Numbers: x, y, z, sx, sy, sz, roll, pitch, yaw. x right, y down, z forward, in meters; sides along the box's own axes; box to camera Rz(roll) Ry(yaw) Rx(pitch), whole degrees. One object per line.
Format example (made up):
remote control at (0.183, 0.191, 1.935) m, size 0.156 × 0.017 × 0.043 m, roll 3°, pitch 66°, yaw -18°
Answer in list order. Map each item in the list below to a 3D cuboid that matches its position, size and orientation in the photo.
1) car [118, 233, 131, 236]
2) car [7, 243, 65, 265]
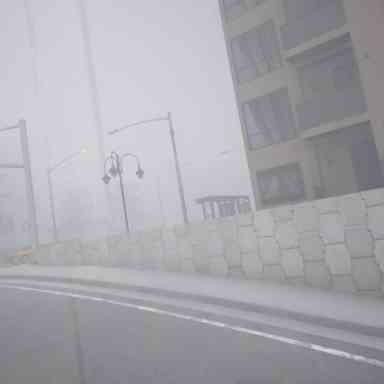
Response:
car at (-7.857, 5.455, 37.491) m, size 1.895 × 1.301 × 4.718 m, roll -14°, pitch -8°, yaw 35°
car at (-13.697, 5.362, 29.558) m, size 1.882 × 1.535 × 5.008 m, roll -14°, pitch -8°, yaw 35°
